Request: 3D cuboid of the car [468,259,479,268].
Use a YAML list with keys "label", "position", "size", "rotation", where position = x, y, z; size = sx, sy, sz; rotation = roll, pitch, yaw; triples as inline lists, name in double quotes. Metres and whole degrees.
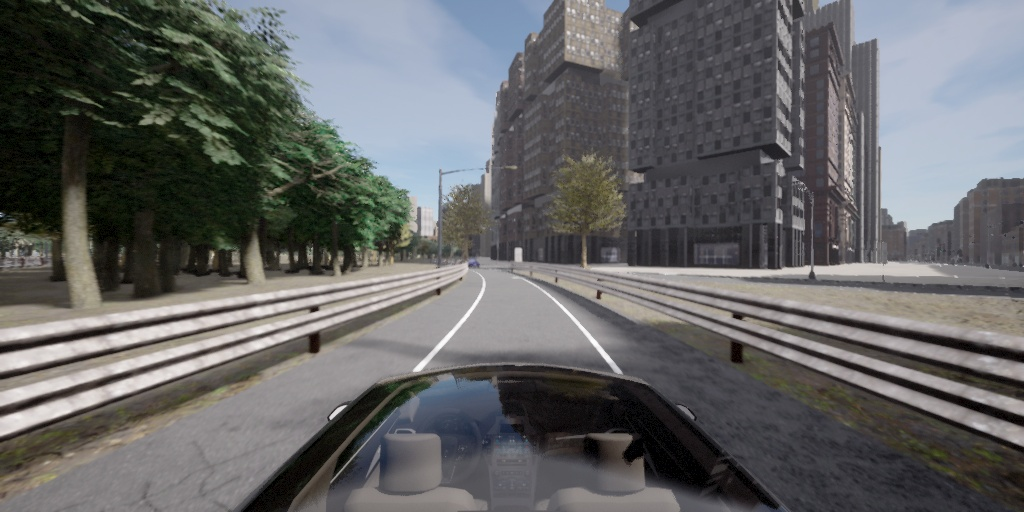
- label: "car"
  position: [-6.849, 1.259, 61.486]
  size: [1.812, 1.442, 4.674]
  rotation: [0, 0, -18]
